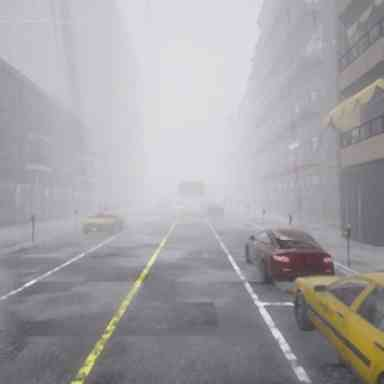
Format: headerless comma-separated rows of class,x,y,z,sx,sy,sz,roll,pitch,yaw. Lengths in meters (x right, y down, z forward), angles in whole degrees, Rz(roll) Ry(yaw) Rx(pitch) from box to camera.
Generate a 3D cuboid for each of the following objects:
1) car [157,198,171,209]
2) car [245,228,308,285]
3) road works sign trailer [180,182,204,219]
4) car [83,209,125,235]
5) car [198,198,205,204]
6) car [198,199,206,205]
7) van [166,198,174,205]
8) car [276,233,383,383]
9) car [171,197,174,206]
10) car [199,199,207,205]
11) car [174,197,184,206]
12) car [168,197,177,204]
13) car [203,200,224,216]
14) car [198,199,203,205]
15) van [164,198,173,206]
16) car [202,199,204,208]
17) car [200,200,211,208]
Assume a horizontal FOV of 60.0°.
car,-5.290,2.170,59.122,1.752,1.417,4.829,2,-1,0
car,2.585,1.674,9.459,1.802,1.307,4.206,1,-1,0
road works sign trailer,-0.019,0.792,32.790,2.380,3.560,2.880,0,-1,0
car,-5.292,1.727,20.417,1.752,1.417,4.829,2,-1,0
car,2.603,2.525,92.412,1.967,1.590,4.097,1,-1,0
car,2.593,2.552,86.879,1.887,1.381,4.507,1,-1,0
van,-5.284,2.273,81.415,1.690,1.788,3.998,1,-1,0
car,2.586,1.565,4.100,1.752,1.417,4.829,2,-1,0
car,-5.283,2.030,64.826,2.192,1.841,5.009,2,-1,0
car,2.592,2.476,81.350,1.887,1.381,4.507,1,-1,0
car,-2.743,2.316,71.062,2.128,1.511,4.902,0,-1,0
car,-5.282,2.401,92.475,2.192,1.841,5.009,1,-1,0
car,2.588,1.927,37.107,1.887,1.381,4.507,1,-1,0
car,2.590,2.191,59.228,1.887,1.381,4.507,1,-1,0
van,-5.283,2.198,75.883,1.690,1.788,3.998,2,-1,0
car,2.589,1.973,42.809,1.752,1.417,4.829,1,-1,0
car,2.590,2.265,64.759,2.008,1.369,4.403,1,-1,0
